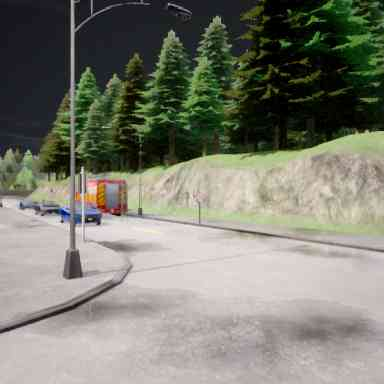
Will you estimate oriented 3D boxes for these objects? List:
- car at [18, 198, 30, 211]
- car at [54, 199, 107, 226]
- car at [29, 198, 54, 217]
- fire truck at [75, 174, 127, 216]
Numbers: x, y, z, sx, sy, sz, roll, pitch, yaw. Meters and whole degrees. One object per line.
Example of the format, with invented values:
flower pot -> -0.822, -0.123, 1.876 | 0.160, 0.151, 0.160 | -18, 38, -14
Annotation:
car -> -20.509, 1.526, 41.807 | 1.812, 1.442, 4.674 | 0, 1, -34
car -> -7.975, 1.478, 23.478 | 1.882, 1.535, 5.008 | 0, 0, -34
car -> -13.981, 1.547, 32.235 | 2.033, 1.411, 5.357 | 0, 0, -34
fire truck -> -9.336, 0.342, 32.724 | 2.891, 3.827, 8.468 | 0, 0, -34
